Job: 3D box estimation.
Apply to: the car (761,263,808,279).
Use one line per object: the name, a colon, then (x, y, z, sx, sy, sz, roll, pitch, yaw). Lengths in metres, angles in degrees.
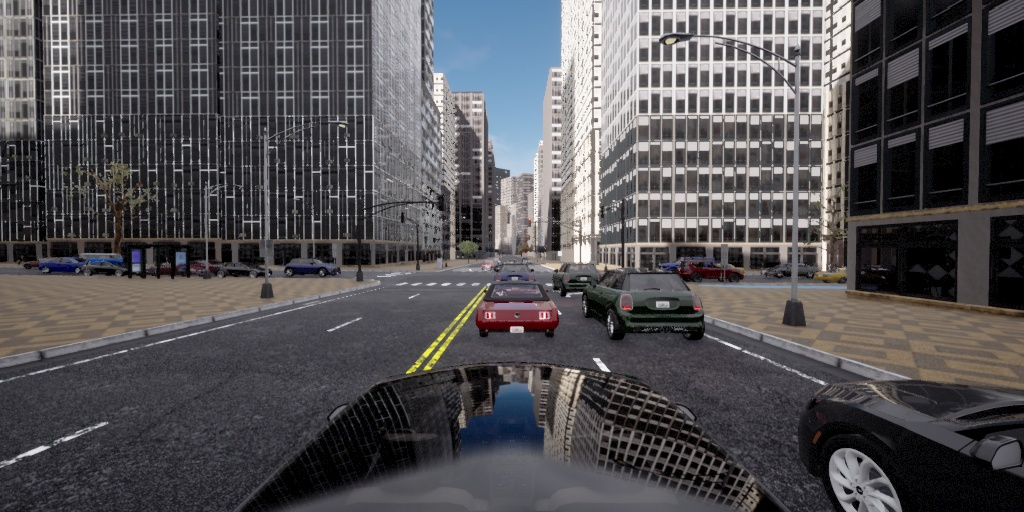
car: (27.224, 1.449, 35.244, 4.902, 1.511, 2.128, 1, 1, 1)

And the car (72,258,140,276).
car: (-34.043, 1.069, 30.612, 4.313, 1.339, 1.948, 0, 0, 1)

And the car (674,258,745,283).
car: (16.245, 1.269, 29.681, 5.009, 1.841, 2.192, 0, 0, 1)

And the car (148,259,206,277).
car: (-28.362, 1.138, 30.428, 4.207, 1.307, 1.802, 0, 0, 1)

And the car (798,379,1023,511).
car: (3.342, 1.255, 1.036, 1.837, 1.490, 4.892, 0, 0, 0)

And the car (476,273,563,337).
car: (0.113, 1.347, 10.187, 1.895, 1.301, 4.718, 0, 0, 0)

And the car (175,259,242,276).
car: (-27.957, 1.042, 33.111, 4.674, 1.442, 1.812, 1, 1, 1)

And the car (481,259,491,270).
car: (-3.238, 1.241, 50.655, 1.812, 1.442, 4.674, 0, 0, 0)

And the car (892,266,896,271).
car: (33.163, 1.684, 29.358, 4.207, 1.307, 1.802, 0, 0, 1)

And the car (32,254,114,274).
car: (-40.804, 0.877, 33.404, 5.008, 1.535, 1.882, 0, 1, 2)

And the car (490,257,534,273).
car: (0.132, 1.092, 19.180, 2.097, 1.767, 4.553, 0, 0, 0)

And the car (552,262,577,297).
car: (3.381, 1.093, 19.028, 2.097, 1.767, 4.553, 0, 0, 0)

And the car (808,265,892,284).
car: (27.693, 1.579, 29.462, 4.829, 1.417, 1.751, 0, 0, 1)

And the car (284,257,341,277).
car: (-18.176, 0.957, 32.854, 4.553, 1.767, 2.097, 1, 1, 2)

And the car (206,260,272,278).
car: (-22.679, 1.174, 30.284, 4.313, 1.339, 1.948, 0, 0, 1)

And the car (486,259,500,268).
car: (-3.213, 1.251, 60.343, 2.033, 1.411, 5.357, 0, 0, 0)

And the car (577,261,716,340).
car: (3.357, 1.098, 10.091, 2.097, 1.767, 4.553, 0, 0, 0)

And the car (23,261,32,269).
car: (-50.899, 0.793, 39.421, 4.207, 1.307, 1.802, 0, 0, 1)

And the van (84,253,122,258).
van: (-45.217, 0.605, 39.294, 3.998, 1.789, 1.690, 0, 0, 1)
